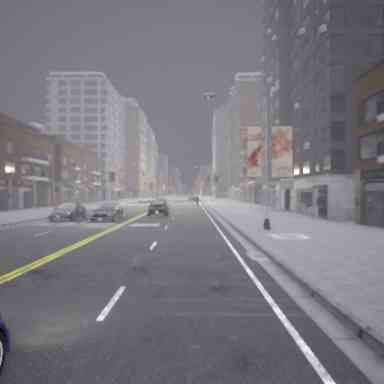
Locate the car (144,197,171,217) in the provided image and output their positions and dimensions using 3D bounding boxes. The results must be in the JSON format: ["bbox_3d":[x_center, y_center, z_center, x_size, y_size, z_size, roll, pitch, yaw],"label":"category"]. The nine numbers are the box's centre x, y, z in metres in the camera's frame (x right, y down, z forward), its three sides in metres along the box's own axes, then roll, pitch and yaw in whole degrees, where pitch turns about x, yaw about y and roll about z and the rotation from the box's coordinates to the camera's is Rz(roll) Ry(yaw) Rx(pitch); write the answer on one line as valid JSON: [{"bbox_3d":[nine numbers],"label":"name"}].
[{"bbox_3d":[-3.153,1.540,32.281,1.837,1.490,4.892,0,0,0],"label":"car"}]

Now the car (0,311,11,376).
[{"bbox_3d":[-3.149,1.528,2.175,1.812,1.442,4.674,0,0,0],"label":"car"}]

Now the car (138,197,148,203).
[{"bbox_3d":[-9.754,1.619,67.252,1.895,1.301,4.718,0,0,0],"label":"car"}]

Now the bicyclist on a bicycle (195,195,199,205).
[{"bbox_3d":[0.891,1.437,60.328,0.659,1.776,1.843,0,0,0],"label":"bicyclist on a bicycle"}]

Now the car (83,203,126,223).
[{"bbox_3d":[-6.596,1.576,26.486,2.033,1.411,5.357,0,0,0],"label":"car"}]

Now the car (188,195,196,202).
[{"bbox_3d":[-0.004,1.586,80.560,1.837,1.490,4.892,0,0,0],"label":"car"}]

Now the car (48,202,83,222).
[{"bbox_3d":[-9.841,1.555,26.782,1.812,1.442,4.674,0,0,0],"label":"car"}]

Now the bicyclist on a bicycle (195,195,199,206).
[{"bbox_3d":[0.893,1.509,51.233,0.582,1.620,1.656,0,-1,0],"label":"bicyclist on a bicycle"}]
